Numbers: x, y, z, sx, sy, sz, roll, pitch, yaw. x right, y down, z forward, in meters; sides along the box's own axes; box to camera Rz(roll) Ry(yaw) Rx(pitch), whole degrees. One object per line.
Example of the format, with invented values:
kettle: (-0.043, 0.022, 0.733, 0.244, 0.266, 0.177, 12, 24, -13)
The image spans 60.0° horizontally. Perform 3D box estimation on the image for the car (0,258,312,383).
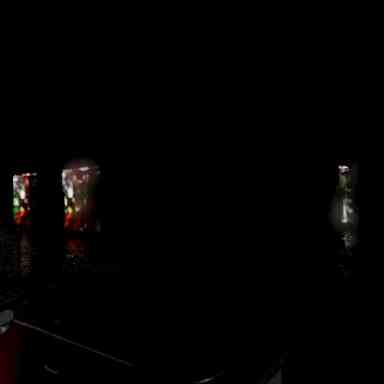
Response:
car: (-0.970, 1.457, 3.586, 4.097, 1.590, 1.967, 0, -1, 36)
